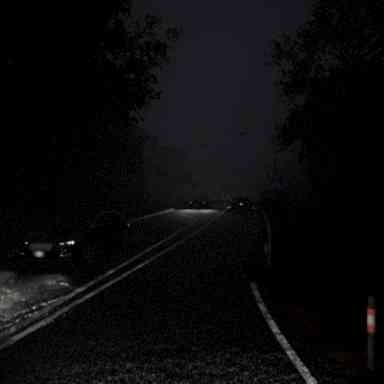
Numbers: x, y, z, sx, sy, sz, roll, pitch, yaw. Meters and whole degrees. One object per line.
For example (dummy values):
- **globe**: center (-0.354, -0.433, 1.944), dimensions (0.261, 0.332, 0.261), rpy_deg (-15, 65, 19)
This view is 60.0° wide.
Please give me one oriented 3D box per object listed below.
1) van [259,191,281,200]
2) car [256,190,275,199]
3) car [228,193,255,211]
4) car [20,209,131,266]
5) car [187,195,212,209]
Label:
- **van**: center (17.805, 0.784, 75.968), dimensions (4.442, 1.987, 1.878), rpy_deg (1, -1, -11)
- **car**: center (15.921, 0.633, 64.250), dimensions (5.566, 2.045, 2.435), rpy_deg (1, -1, -11)
- **car**: center (4.928, 1.074, 32.820), dimensions (1.994, 1.385, 4.181), rpy_deg (0, 1, 10)
- **car**: center (-3.612, 1.349, 11.244), dimensions (2.128, 1.511, 4.902), rpy_deg (0, 1, 11)
- **car**: center (0.914, 1.008, 35.142), dimensions (1.812, 1.442, 4.674), rpy_deg (0, 1, 11)
